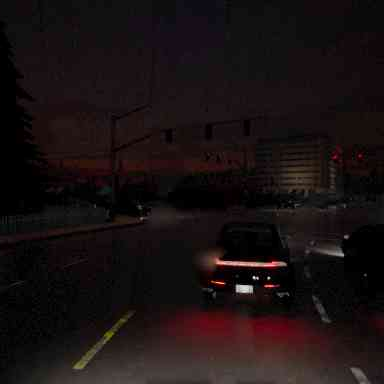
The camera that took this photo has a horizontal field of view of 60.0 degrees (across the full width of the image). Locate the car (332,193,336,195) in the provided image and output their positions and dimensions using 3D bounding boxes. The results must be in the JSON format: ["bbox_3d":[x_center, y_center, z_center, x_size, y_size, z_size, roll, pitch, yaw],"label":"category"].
[{"bbox_3d":[29.961,1.225,71.894,2.150,2.045,5.566,0,0,32],"label":"car"}]

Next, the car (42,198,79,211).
[{"bbox_3d":[-17.098,1.533,43.116,5.008,1.535,1.882,0,0,32],"label":"car"}]

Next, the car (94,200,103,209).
[{"bbox_3d":[-9.057,1.547,38.087,4.902,1.511,2.128,0,0,32],"label":"car"}]

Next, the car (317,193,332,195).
[{"bbox_3d":[24.503,1.221,63.047,2.150,2.045,5.566,0,0,32],"label":"car"}]

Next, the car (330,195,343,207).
[{"bbox_3d":[21.914,1.601,52.285,1.895,1.301,4.718,0,0,32],"label":"car"}]

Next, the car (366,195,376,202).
[{"bbox_3d":[42.727,1.525,79.294,2.128,1.511,4.902,0,0,32],"label":"car"}]

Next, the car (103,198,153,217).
[{"bbox_3d":[-5.962,1.407,32.022,4.553,1.767,2.097,0,0,32],"label":"car"}]

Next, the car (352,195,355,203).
[{"bbox_3d":[33.428,1.355,70.851,2.097,1.767,4.553,0,0,32],"label":"car"}]

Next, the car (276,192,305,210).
[{"bbox_3d":[13.032,1.224,44.558,2.150,2.045,5.566,0,0,32],"label":"car"}]

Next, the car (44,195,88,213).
[{"bbox_3d":[-14.090,1.277,37.100,5.566,2.045,2.150,0,0,32],"label":"car"}]

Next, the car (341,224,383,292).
[{"bbox_3d":[5.188,1.547,8.593,2.033,1.411,5.357,0,0,16],"label":"car"}]

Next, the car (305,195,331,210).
[{"bbox_3d":[16.460,1.526,43.375,1.812,1.442,4.674,0,0,31],"label":"car"}]

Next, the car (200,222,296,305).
[{"bbox_3d":[1.436,1.492,8.223,2.128,1.511,4.902,0,0,12],"label":"car"}]

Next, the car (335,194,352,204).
[{"bbox_3d":[27.993,1.601,62.033,1.895,1.301,4.718,0,0,32],"label":"car"}]
